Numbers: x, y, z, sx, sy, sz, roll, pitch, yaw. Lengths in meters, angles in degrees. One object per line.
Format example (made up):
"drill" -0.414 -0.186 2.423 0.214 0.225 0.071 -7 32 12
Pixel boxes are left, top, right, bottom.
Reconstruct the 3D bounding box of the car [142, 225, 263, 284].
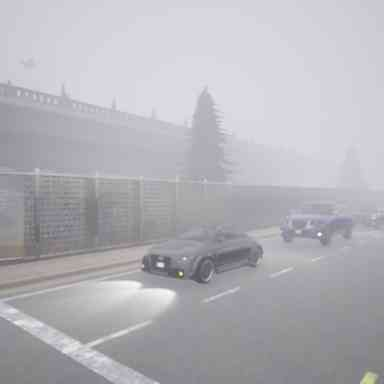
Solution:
"car" 0.477 1.753 10.282 1.994 1.385 4.181 -1 -1 41

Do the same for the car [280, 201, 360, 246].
"car" 6.696 1.504 17.416 2.150 2.045 5.566 -1 -1 41

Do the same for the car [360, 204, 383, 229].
"car" 13.130 1.731 24.769 2.097 1.767 4.553 -1 -1 41
